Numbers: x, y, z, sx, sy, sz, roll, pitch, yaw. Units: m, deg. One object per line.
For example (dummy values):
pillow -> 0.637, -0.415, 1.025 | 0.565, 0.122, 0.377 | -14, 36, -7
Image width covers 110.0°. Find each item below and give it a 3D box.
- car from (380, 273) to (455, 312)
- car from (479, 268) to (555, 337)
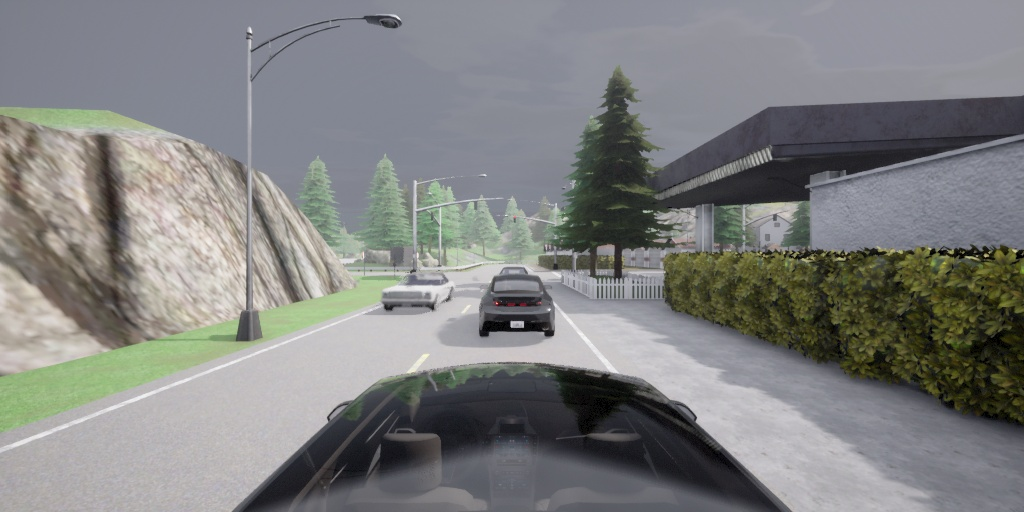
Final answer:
car -> -3.555, 1.351, 14.287 | 1.895, 1.301, 4.718 | 0, 0, 0
car -> 0.119, 1.255, 10.288 | 1.837, 1.490, 4.892 | 0, 0, 0
